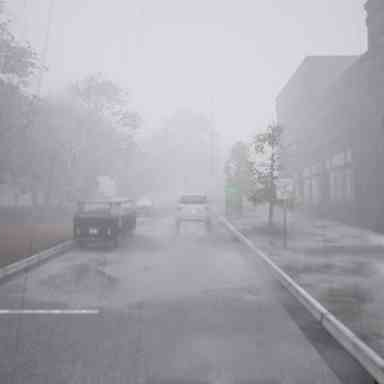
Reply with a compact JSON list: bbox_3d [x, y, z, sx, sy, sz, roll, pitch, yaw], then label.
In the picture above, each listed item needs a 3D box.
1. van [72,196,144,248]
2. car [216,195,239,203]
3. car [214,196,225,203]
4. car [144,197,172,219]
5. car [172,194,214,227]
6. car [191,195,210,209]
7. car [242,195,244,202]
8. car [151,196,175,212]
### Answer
[{"bbox_3d":[-3.629,1.209,14.739,1.878,1.987,4.442,1,1,2],"label":"van"},{"bbox_3d":[6.841,1.358,63.701,2.097,1.535,5.008,-3,-3,36],"label":"car"},{"bbox_3d":[3.403,1.309,58.954,2.231,1.521,4.892,-2,-1,29],"label":"car"},{"bbox_3d":[-3.407,1.205,31.701,2.185,1.767,4.553,-1,1,2],"label":"car"},{"bbox_3d":[0.099,1.131,21.987,2.150,2.045,5.566,0,0,0],"label":"car"},{"bbox_3d":[1.106,1.238,41.278,1.837,1.490,4.892,-1,1,8],"label":"car"},{"bbox_3d":[10.369,1.437,68.149,2.231,1.521,4.892,-4,-3,42],"label":"car"},{"bbox_3d":[-3.167,1.289,37.404,2.097,1.535,5.008,0,0,2],"label":"car"}]
